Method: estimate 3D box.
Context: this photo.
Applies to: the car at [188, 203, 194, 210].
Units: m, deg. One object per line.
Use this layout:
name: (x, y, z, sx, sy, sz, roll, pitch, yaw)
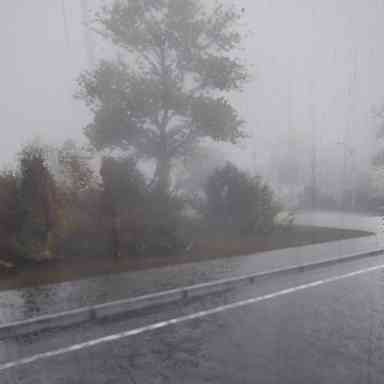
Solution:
car: (-1.266, 2.140, 53.405, 4.674, 1.442, 1.812, -1, -1, 41)
